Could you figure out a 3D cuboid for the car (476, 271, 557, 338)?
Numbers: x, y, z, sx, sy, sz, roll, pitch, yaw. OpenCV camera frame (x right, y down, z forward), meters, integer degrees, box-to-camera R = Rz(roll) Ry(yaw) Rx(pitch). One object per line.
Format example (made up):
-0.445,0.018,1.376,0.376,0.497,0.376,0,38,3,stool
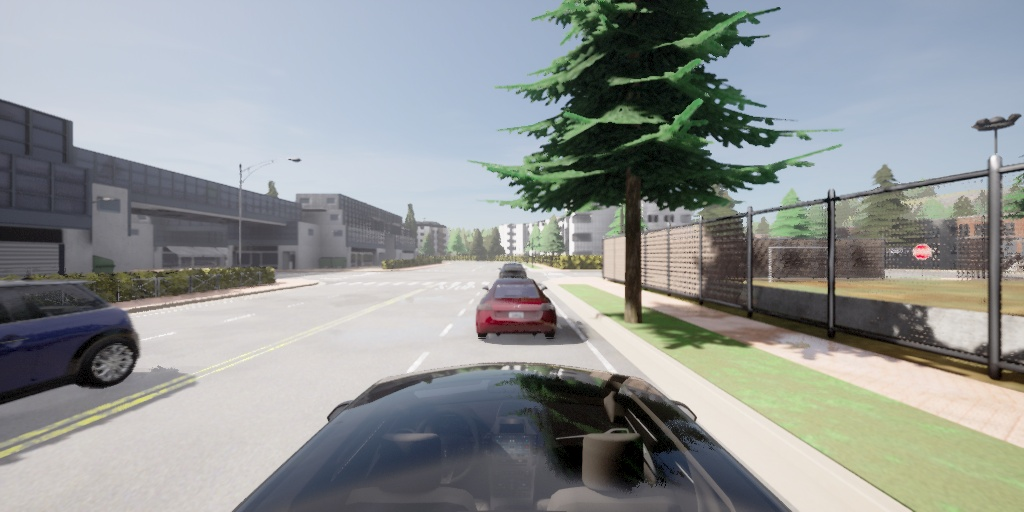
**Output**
0.085,1.307,10.145,1.994,1.385,4.181,0,0,0,car

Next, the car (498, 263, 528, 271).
0.064,1.238,26.050,1.837,1.490,4.892,0,1,0,car

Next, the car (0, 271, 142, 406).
-7.096,1.100,3.850,2.097,1.767,4.553,0,0,0,car
